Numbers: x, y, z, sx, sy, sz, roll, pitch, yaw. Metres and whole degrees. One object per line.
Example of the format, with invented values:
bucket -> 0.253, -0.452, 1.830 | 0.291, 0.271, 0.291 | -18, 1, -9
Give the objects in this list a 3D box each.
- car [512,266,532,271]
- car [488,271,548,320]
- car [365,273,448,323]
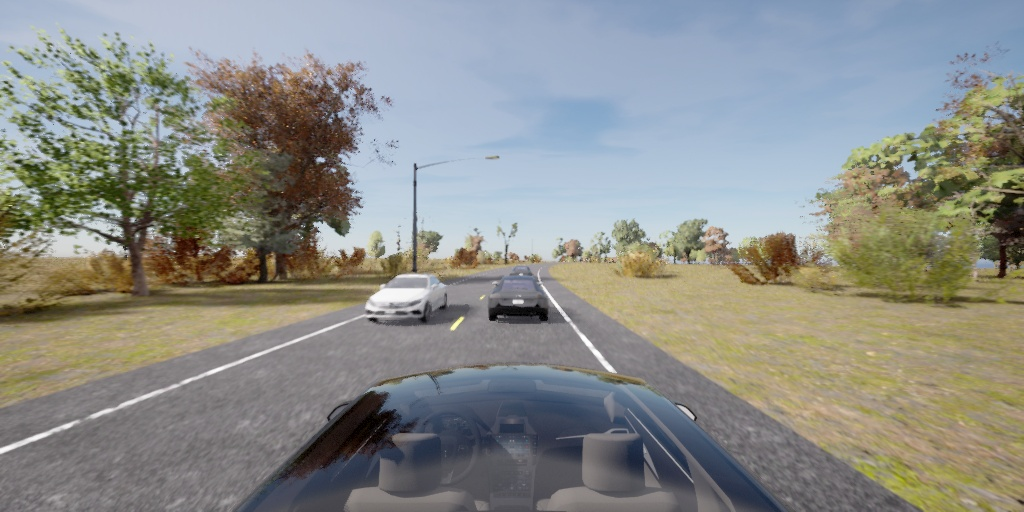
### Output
car -> 0.887, 1.555, 32.368 | 1.994, 1.385, 4.181 | 0, 0, 3
car -> 0.229, 1.404, 13.131 | 1.994, 1.385, 4.181 | 0, 0, 1
car -> -3.477, 1.358, 12.716 | 1.812, 1.442, 4.674 | 0, 0, 1
